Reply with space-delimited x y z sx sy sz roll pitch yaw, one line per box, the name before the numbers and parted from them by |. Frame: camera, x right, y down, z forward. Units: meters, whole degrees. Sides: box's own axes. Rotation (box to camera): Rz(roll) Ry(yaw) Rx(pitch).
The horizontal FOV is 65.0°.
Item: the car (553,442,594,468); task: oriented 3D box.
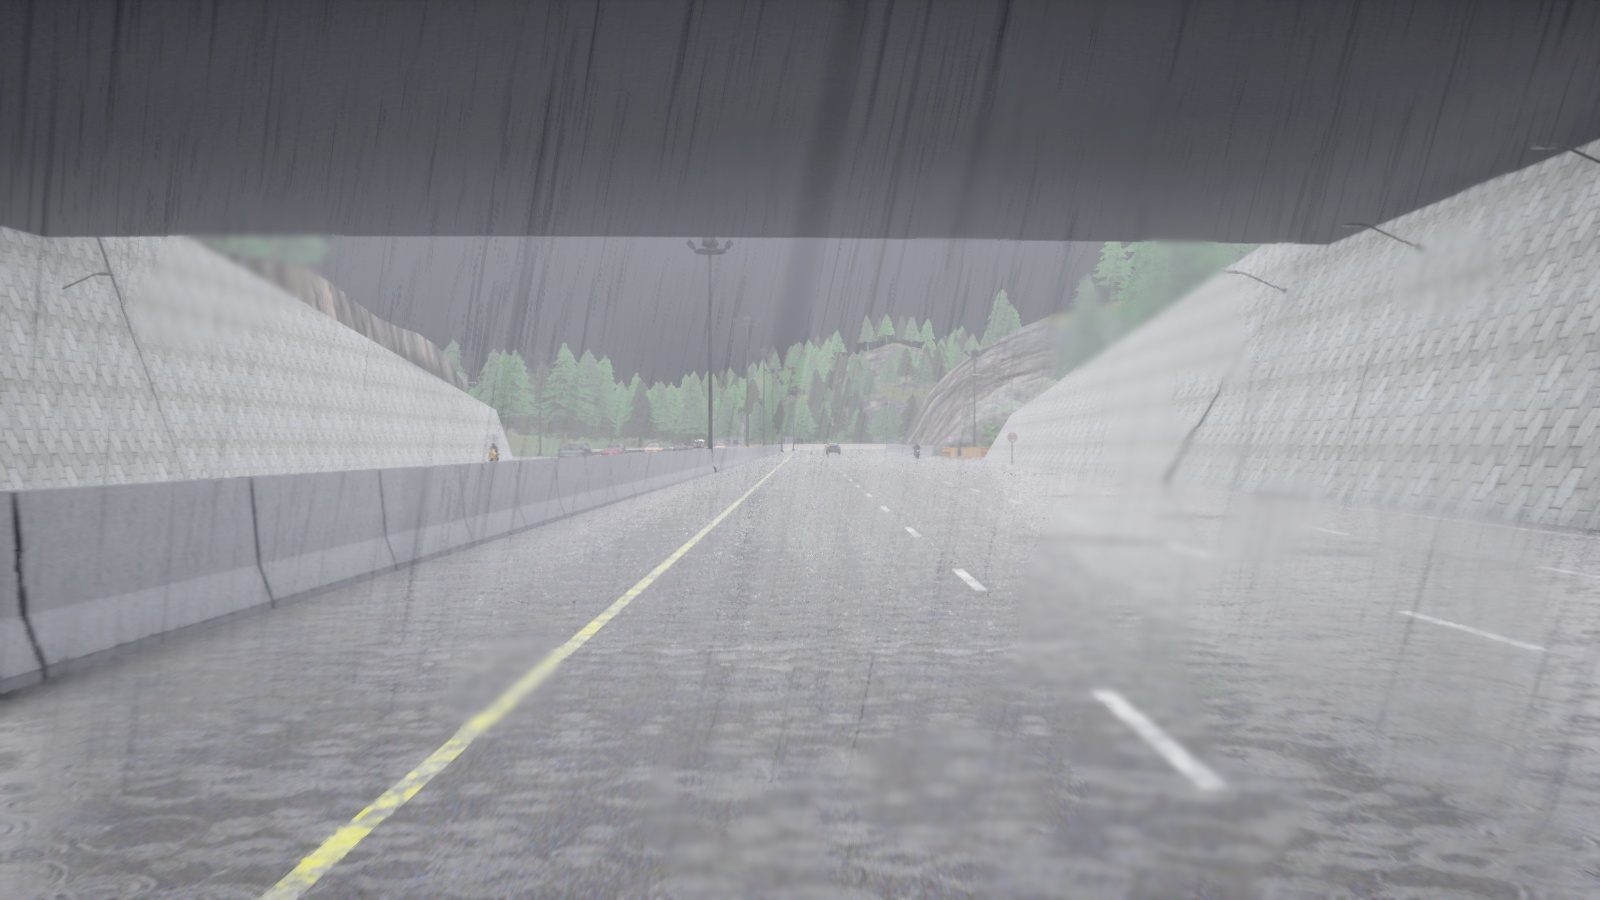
car | -13.610 0.287 75.692 1.789 1.549 3.705 0 0 0
